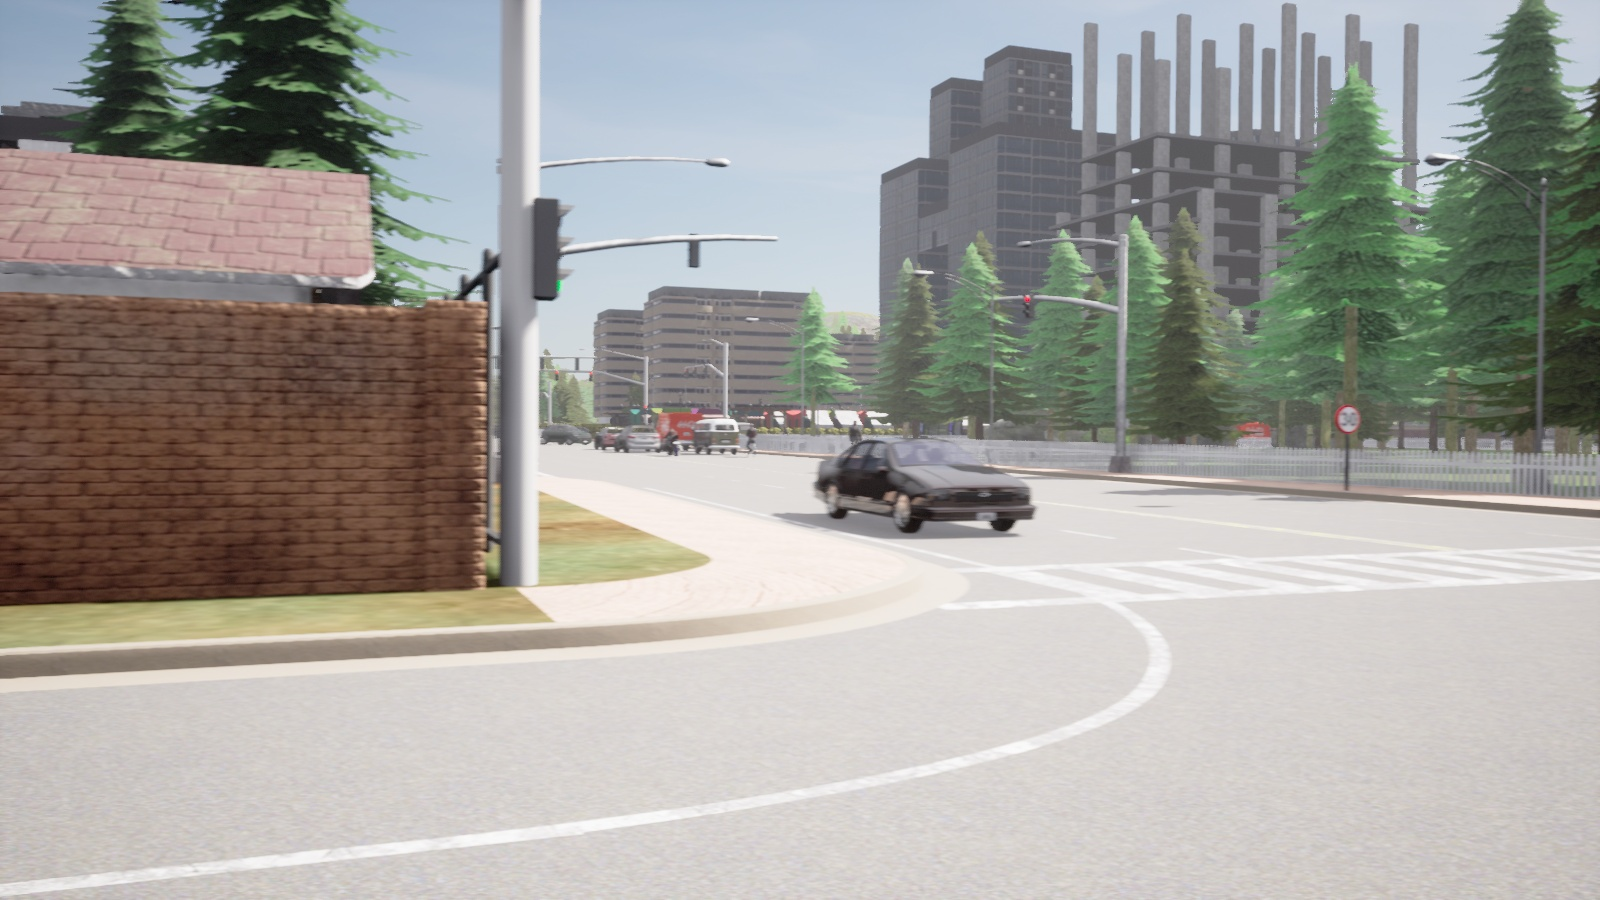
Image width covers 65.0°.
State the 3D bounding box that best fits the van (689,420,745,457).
[{"bbox_3d":[-4.790,-0.662,72.113,2.069,2.038,4.480,-1,1,-19],"label":"van"}]

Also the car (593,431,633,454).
[{"bbox_3d":[-12.509,-0.518,83.772,1.970,1.475,3.806,-1,1,-19],"label":"car"}]

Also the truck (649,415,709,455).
[{"bbox_3d":[-7.841,-0.984,80.941,2.627,2.467,5.204,-1,1,-19],"label":"truck"}]

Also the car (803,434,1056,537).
[{"bbox_3d":[1.898,0.464,20.514,2.033,1.411,5.357,-1,1,-19],"label":"car"}]

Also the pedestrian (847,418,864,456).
[{"bbox_3d":[2.777,-0.664,62.533,0.563,1.883,0.849,-1,1,-19],"label":"pedestrian"}]

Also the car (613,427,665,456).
[{"bbox_3d":[-9.759,-0.538,75.783,2.242,1.667,4.611,-1,1,-19],"label":"car"}]

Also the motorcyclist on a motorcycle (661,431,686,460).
[{"bbox_3d":[-6.765,-0.238,67.112,0.866,1.530,2.191,-1,1,-19],"label":"motorcyclist on a motorcycle"}]
